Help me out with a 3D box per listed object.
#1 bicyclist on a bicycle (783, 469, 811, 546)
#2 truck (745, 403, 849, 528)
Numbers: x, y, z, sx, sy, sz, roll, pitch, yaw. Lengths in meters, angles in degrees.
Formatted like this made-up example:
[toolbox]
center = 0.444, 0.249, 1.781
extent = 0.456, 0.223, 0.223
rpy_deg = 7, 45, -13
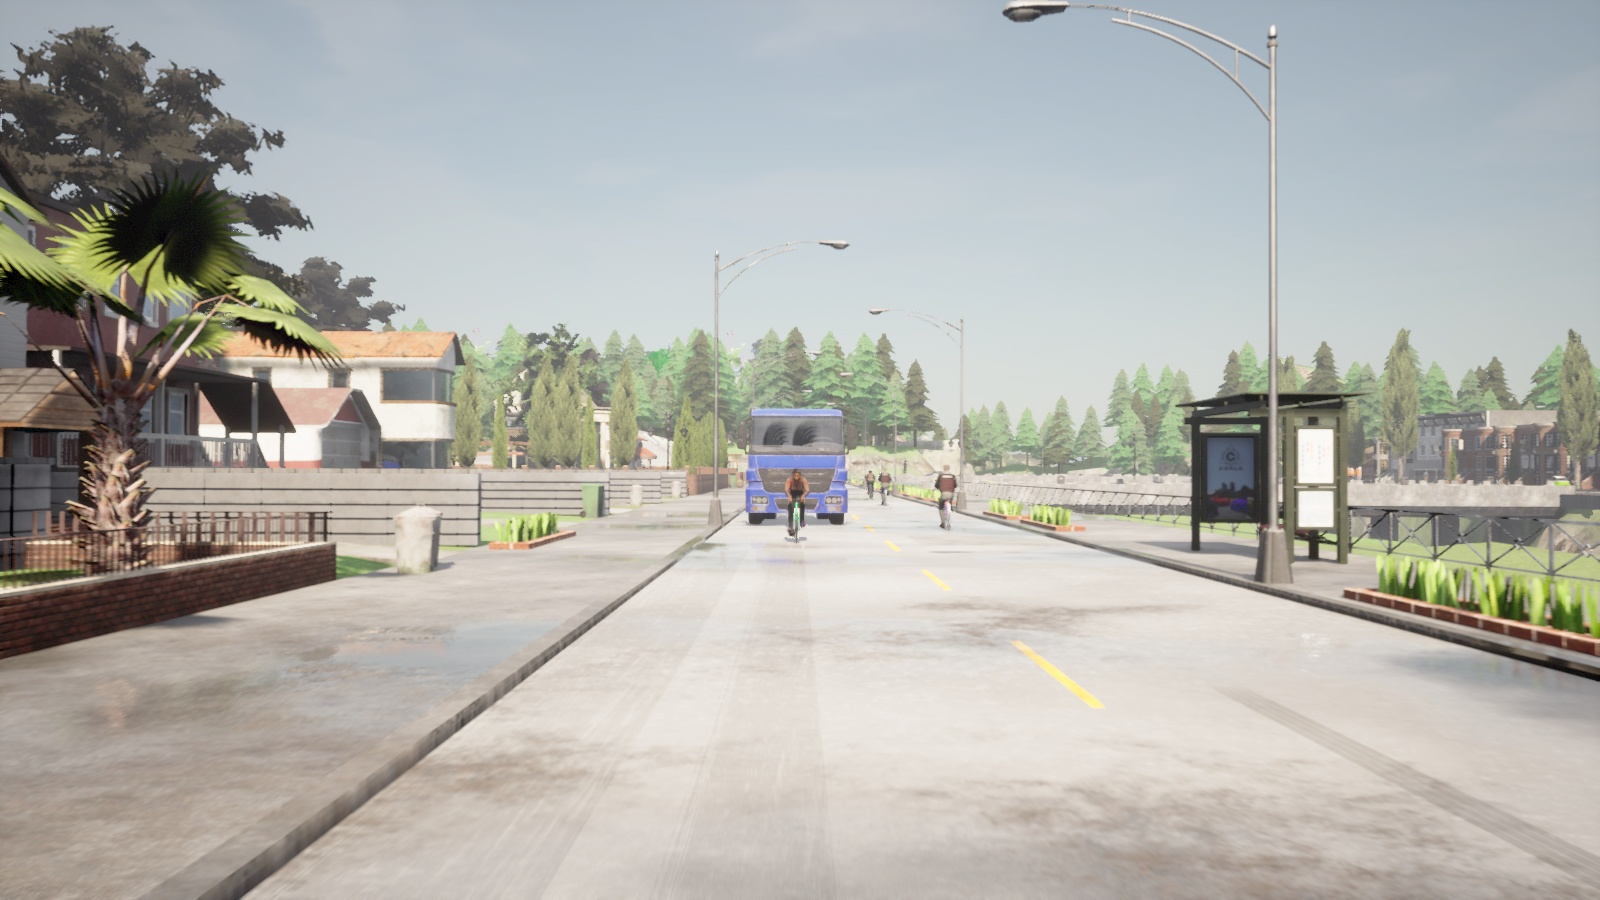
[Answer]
[bicyclist on a bicycle]
center = -0.065, 1.226, 27.366
extent = 0.582, 1.620, 1.656
rpy_deg = 0, -1, 0
[truck]
center = -0.095, 0.484, 38.867
extent = 2.891, 3.462, 7.936
rpy_deg = 0, -1, 0
